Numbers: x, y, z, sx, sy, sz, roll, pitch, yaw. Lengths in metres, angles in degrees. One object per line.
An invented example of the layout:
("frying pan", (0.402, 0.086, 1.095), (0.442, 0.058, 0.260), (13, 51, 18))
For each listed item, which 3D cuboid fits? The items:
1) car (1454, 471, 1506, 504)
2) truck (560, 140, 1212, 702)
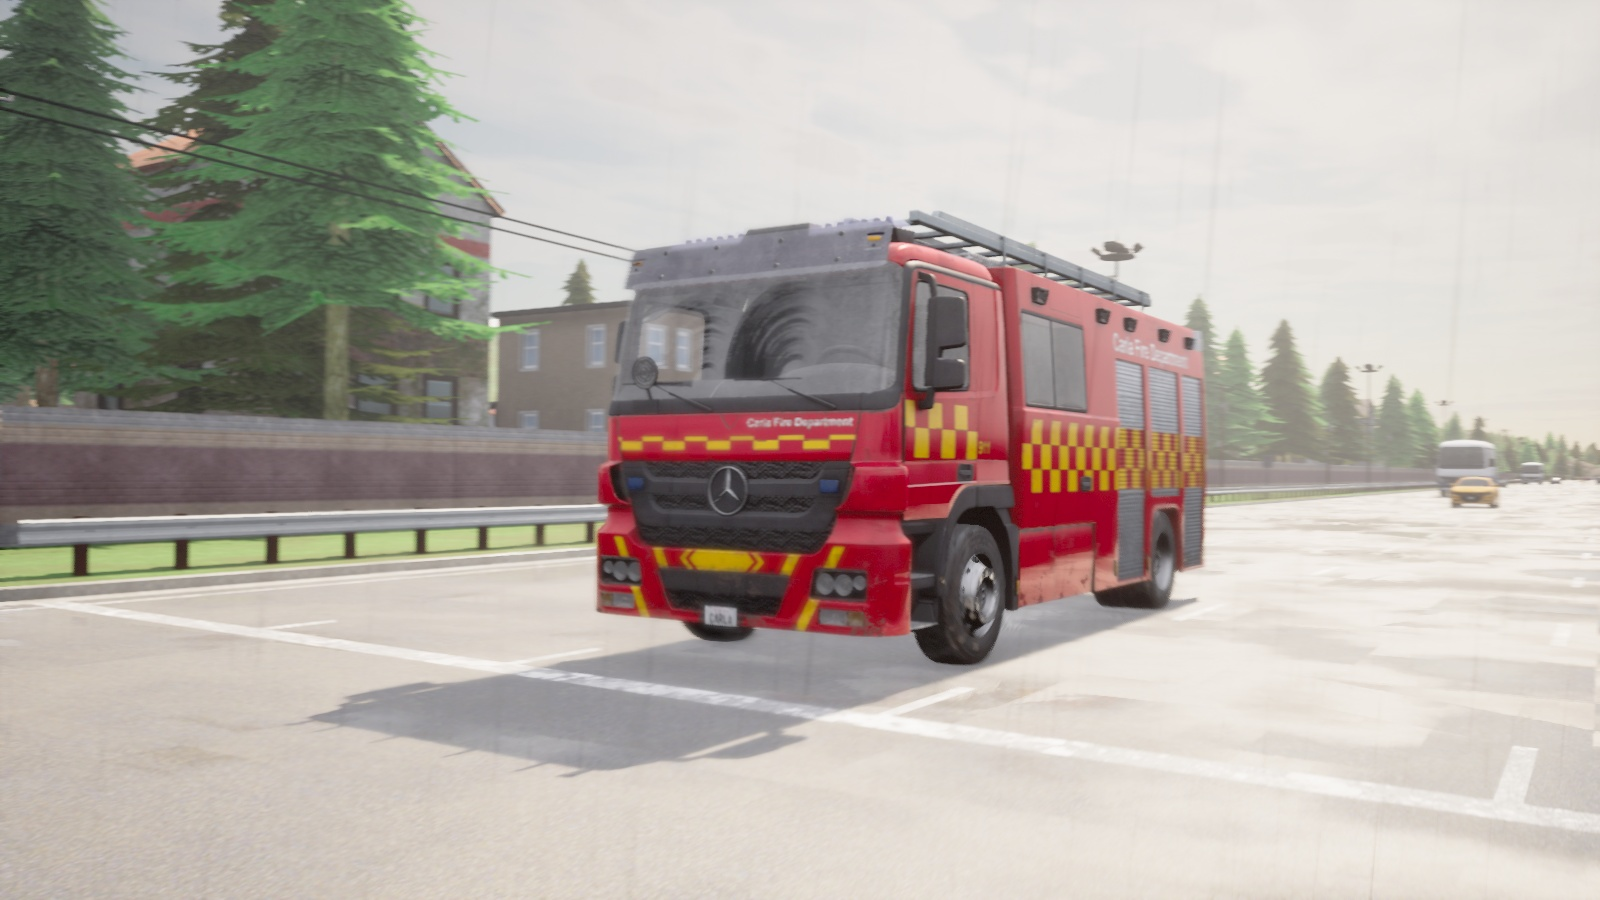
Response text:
("car", (33.734, 1.825, 62.233), (1.882, 1.535, 5.008), (-1, -1, 33))
("truck", (1.593, -0.133, 12.883), (2.891, 3.827, 8.468), (-1, -1, 33))
